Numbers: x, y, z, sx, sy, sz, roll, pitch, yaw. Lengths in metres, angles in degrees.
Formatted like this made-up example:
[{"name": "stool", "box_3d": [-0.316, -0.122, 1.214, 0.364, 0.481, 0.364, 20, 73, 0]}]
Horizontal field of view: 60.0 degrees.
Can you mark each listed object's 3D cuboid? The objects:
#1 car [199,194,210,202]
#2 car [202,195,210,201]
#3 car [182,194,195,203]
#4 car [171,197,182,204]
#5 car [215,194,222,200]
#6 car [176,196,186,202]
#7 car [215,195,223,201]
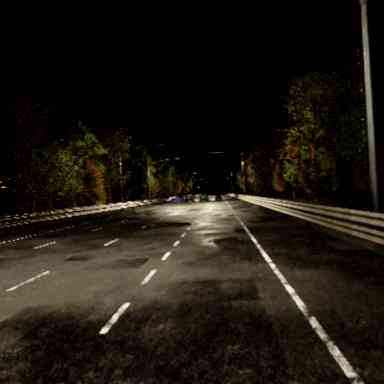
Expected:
[{"name": "car", "box_3d": [2.970, 1.430, 81.809, 2.150, 2.045, 5.566, -3, 0, 5]}, {"name": "car", "box_3d": [3.830, 1.586, 92.164, 1.882, 1.535, 5.008, -3, 0, 5]}, {"name": "car", "box_3d": [-0.513, 1.624, 82.095, 2.150, 2.045, 5.566, -3, 0, 5]}, {"name": "car", "box_3d": [-3.984, 2.070, 82.350, 1.882, 1.535, 5.008, -3, 0, 5]}, {"name": "car", "box_3d": [7.316, 1.454, 91.877, 2.033, 1.411, 5.357, -3, 0, 5]}, {"name": "car", "box_3d": [-3.133, 2.037, 92.736, 2.033, 1.411, 5.357, -3, 0, 5]}, {"name": "car", "box_3d": [6.501, 1.535, 81.906, 1.812, 1.442, 4.674, -3, 0, 5]}]
